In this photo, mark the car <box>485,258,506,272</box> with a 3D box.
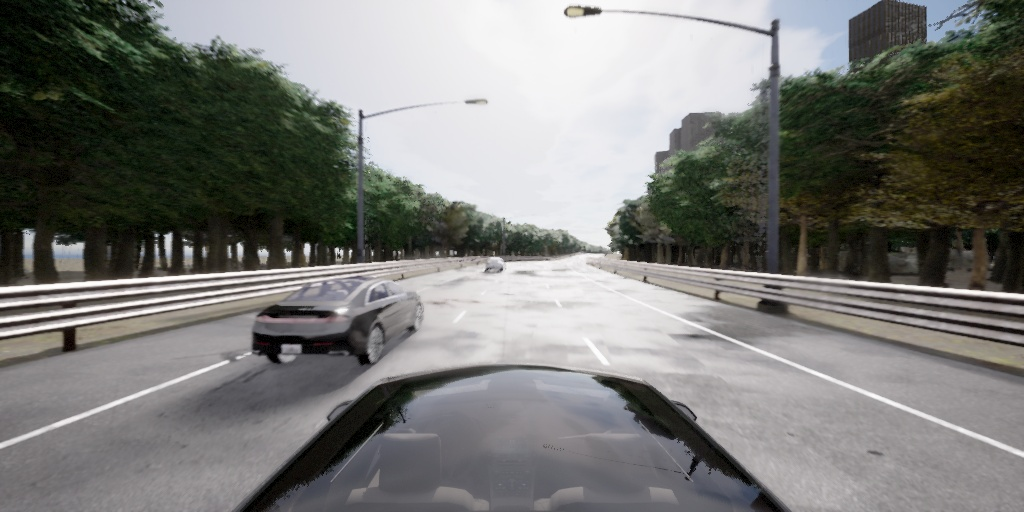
[{"bbox_3d":[-1.754,0.929,39.681,1.812,1.442,4.674,0,1,5],"label":"car"}]

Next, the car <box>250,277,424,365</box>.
[{"bbox_3d":[-3.347,1.204,7.913,2.128,1.511,4.902,0,0,1],"label":"car"}]
